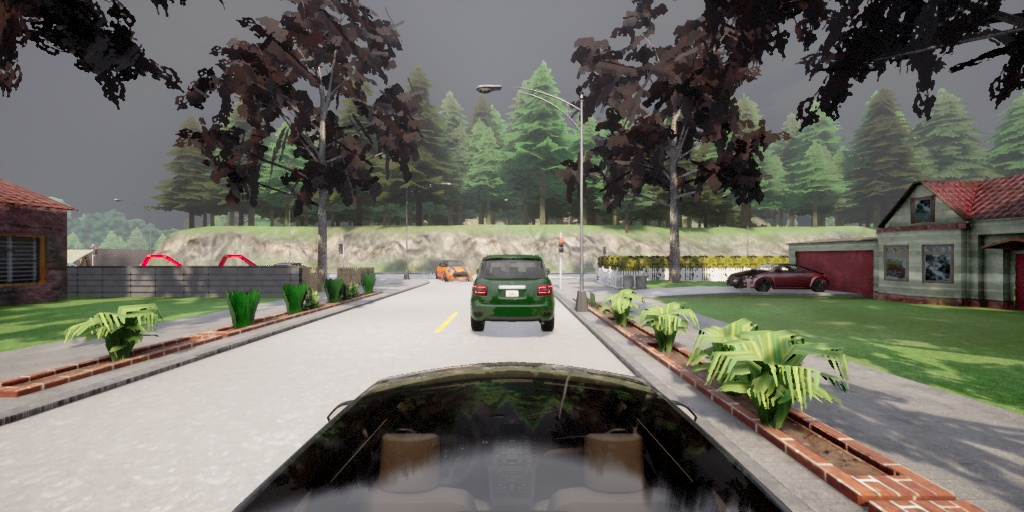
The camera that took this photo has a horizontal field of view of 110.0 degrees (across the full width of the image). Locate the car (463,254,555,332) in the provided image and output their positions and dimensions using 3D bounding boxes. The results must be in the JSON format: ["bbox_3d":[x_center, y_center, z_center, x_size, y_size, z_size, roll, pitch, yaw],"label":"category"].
[{"bbox_3d":[0.031,0.971,11.067,2.150,2.045,5.566,0,0,1],"label":"car"}]

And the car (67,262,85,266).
[{"bbox_3d":[-41.784,1.275,33.651,4.674,1.442,1.812,0,0,1],"label":"car"}]

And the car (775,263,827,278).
[{"bbox_3d":[31.556,0.974,37.696,5.566,2.045,2.150,0,0,0],"label":"car"}]

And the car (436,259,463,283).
[{"bbox_3d":[-4.615,1.103,28.441,2.097,1.767,4.553,-1,0,-24],"label":"car"}]

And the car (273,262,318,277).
[{"bbox_3d":[-20.380,1.276,33.577,4.674,1.442,1.812,0,0,0],"label":"car"}]
